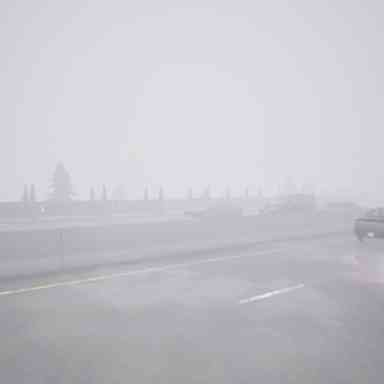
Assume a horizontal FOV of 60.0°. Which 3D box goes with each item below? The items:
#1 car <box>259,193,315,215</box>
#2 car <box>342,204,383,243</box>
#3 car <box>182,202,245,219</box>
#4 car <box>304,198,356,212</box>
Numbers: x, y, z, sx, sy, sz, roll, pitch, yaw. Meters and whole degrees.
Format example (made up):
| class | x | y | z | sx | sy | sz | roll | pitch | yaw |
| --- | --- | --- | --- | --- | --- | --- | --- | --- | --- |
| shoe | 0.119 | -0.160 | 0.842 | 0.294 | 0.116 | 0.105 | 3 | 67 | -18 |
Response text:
| class | x | y | z | sx | sy | sz | roll | pitch | yaw |
| --- | --- | --- | --- | --- | --- | --- | --- | --- | --- |
| car | 7.874 | 1.135 | 26.783 | 5.566 | 2.045 | 2.150 | 0 | 0 | -35 |
| car | 8.967 | 1.429 | 14.426 | 4.902 | 1.511 | 2.128 | 0 | 0 | -35 |
| car | 1.855 | 1.480 | 26.792 | 5.357 | 1.411 | 2.033 | 0 | 0 | -35 |
| car | 10.702 | 1.414 | 24.511 | 4.892 | 1.490 | 1.837 | 0 | 0 | -36 |
